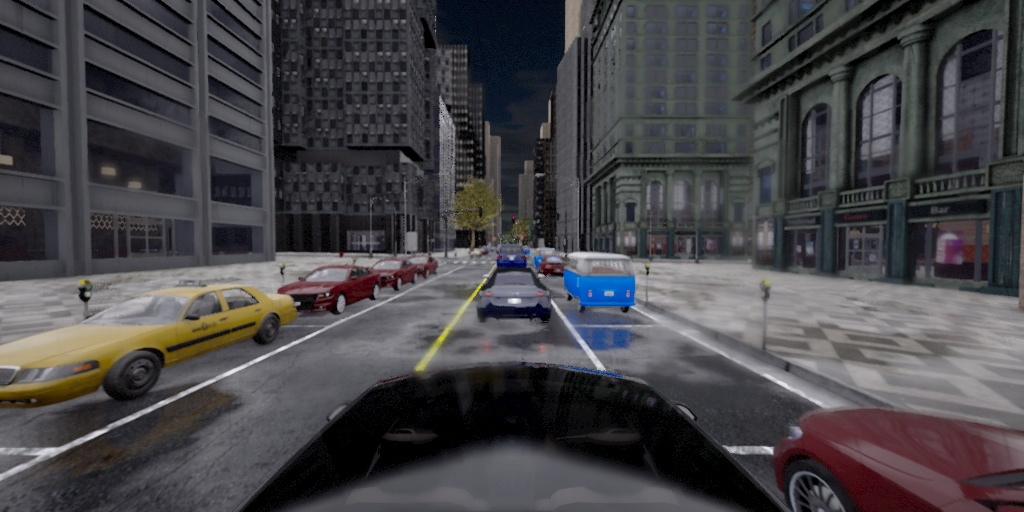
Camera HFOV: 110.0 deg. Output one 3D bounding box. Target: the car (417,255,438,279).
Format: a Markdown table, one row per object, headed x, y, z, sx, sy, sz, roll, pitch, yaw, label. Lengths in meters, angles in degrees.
| x | y | z | sx | sy | sz | roll | pitch | yaw | label |
| --- | --- | --- | --- | --- | --- | --- | --- | --- | --- |
| -5.891 | 0.630 | 22.989 | 1.888 | 1.381 | 4.507 | 0 | 0 | 0 | car |

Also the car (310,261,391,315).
| x | y | z | sx | sy | sz | roll | pitch | yaw | label |
| --- | --- | --- | --- | --- | --- | --- | --- | --- | --- |
| -5.829 | 0.974 | 11.944 | 1.888 | 1.381 | 4.507 | 0 | 0 | 0 | car |

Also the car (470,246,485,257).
| x | y | z | sx | sy | sz | roll | pitch | yaw | label |
| --- | --- | --- | --- | --- | --- | --- | --- | --- | --- |
| -6.083 | -0.559 | 60.893 | 1.751 | 1.417 | 4.829 | 0 | 0 | 0 | car |

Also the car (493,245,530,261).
| x | y | z | sx | sy | sz | roll | pitch | yaw | label |
| --- | --- | --- | --- | --- | --- | --- | --- | --- | --- |
| -0.033 | 0.179 | 27.106 | 2.150 | 2.045 | 5.566 | 0 | 2 | 0 | car |

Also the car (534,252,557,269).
| x | y | z | sx | sy | sz | roll | pitch | yaw | label |
| --- | --- | --- | --- | --- | --- | --- | --- | --- | --- |
| 2.664 | 0.631 | 23.016 | 1.888 | 1.381 | 4.507 | 0 | 0 | 0 | car |

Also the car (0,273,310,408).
| x | y | z | sx | sy | sz | roll | pitch | yaw | label |
| --- | --- | --- | --- | --- | --- | --- | --- | --- | --- |
| -5.797 | 1.127 | 6.251 | 1.751 | 1.417 | 4.829 | 0 | 0 | 0 | car |

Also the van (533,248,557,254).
| x | y | z | sx | sy | sz | roll | pitch | yaw | label |
| --- | --- | --- | --- | --- | --- | --- | --- | --- | --- |
| 2.636 | 0.255 | 28.539 | 1.690 | 1.789 | 3.998 | 0 | 0 | 0 | van |

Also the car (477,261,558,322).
| x | y | z | sx | sy | sz | roll | pitch | yaw | label |
| --- | --- | --- | --- | --- | --- | --- | --- | --- | --- |
| 0.053 | 1.026 | 10.935 | 1.994 | 1.385 | 4.181 | 0 | 2 | 0 | car |

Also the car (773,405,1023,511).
| x | y | z | sx | sy | sz | roll | pitch | yaw | label |
| --- | --- | --- | --- | --- | --- | --- | --- | --- | --- |
| 2.779 | 1.357 | 0.928 | 1.802 | 1.307 | 4.207 | 0 | 0 | 0 | car |

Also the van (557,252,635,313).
| x | y | z | sx | sy | sz | roll | pitch | yaw | label |
| --- | --- | --- | --- | --- | --- | --- | --- | --- | --- |
| 2.722 | 0.771 | 11.972 | 1.690 | 1.789 | 3.998 | 0 | 0 | 0 | van |

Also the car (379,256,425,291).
| x | y | z | sx | sy | sz | roll | pitch | yaw | label |
| --- | --- | --- | --- | --- | --- | --- | --- | --- | --- |
| -5.860 | 0.801 | 17.466 | 1.888 | 1.381 | 4.507 | 0 | 0 | 0 | car |
